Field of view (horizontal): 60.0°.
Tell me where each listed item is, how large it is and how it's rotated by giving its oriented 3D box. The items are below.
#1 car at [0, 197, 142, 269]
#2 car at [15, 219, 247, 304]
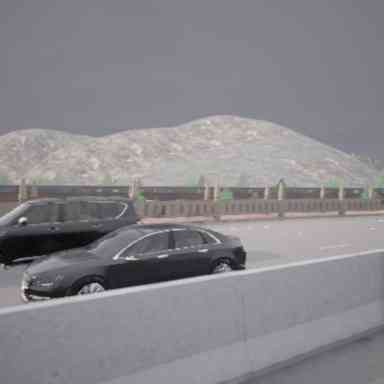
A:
[{"bbox_3d":[-4.055,1.172,9.521,5.566,2.045,2.150,0,0,-33],"label":"car"},{"bbox_3d":[-0.995,1.470,7.313,4.892,1.490,1.837,0,0,-33],"label":"car"}]
